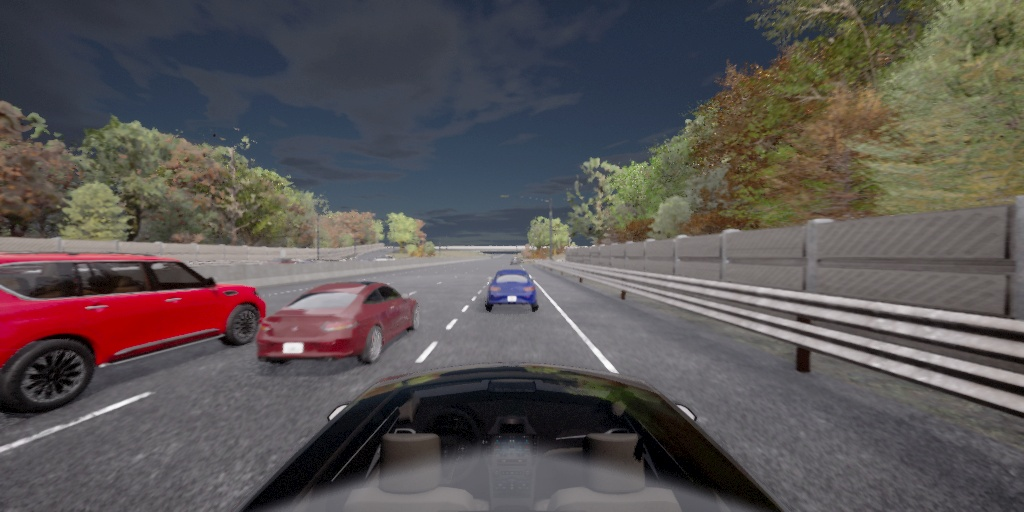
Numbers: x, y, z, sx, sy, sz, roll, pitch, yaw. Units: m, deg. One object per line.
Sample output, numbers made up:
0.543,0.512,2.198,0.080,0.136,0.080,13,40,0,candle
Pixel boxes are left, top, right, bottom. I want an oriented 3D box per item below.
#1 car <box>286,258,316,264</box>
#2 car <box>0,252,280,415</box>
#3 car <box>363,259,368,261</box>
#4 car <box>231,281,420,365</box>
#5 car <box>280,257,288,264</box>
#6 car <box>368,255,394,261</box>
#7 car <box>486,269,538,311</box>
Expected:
-28.004,1.265,48.593,1.994,1.385,4.181,0,0,0,car
-6.899,0.961,6.119,2.150,2.045,5.566,0,0,0,car
-24.506,1.272,60.256,2.033,1.411,5.357,0,0,0,car
-3.399,1.261,7.874,1.812,1.442,4.674,0,0,0,car
-31.498,1.057,48.426,2.097,1.767,4.553,0,-1,0,car
-21.013,0.924,58.869,2.150,2.045,5.566,0,0,1,car
0.001,1.249,14.207,1.812,1.442,4.674,0,0,0,car
